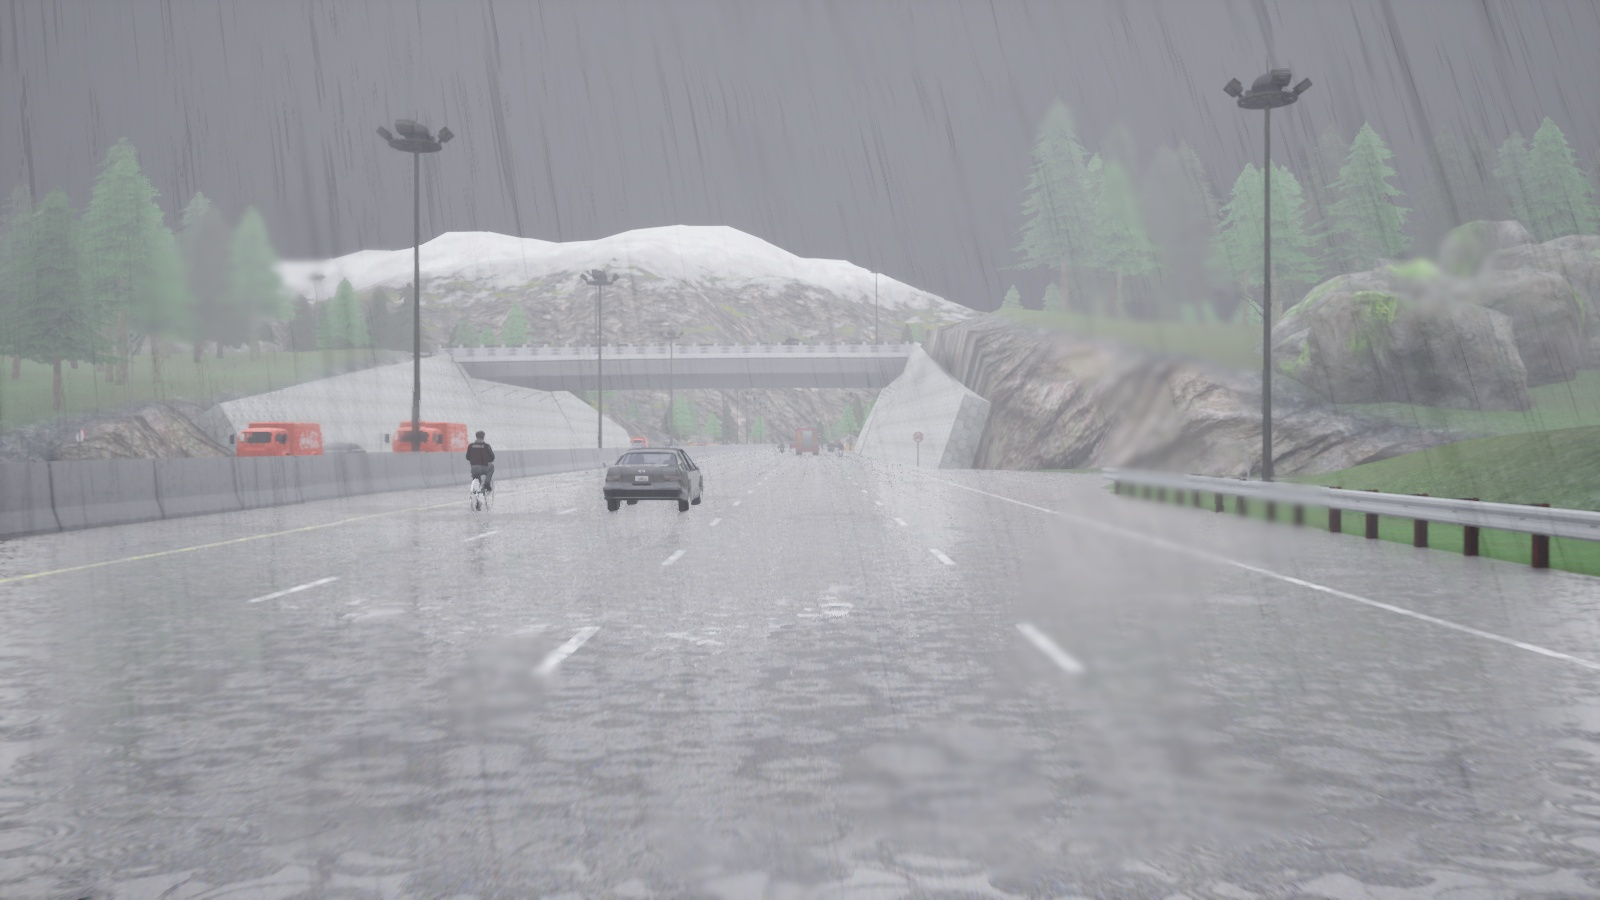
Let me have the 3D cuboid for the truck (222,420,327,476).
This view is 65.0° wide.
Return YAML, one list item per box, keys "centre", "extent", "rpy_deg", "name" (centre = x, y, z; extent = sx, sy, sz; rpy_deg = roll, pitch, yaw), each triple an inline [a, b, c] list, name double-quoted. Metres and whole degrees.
- centre: [-24.155, -0.087, 57.993]
  extent: [2.627, 2.467, 5.204]
  rpy_deg: [0, 0, 0]
  name: "truck"

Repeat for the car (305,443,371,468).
- centre: [-27.911, 0.300, 76.062]
  extent: [1.837, 1.490, 4.892]
  rpy_deg: [0, 0, 5]
  name: "car"

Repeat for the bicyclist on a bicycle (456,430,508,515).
- centre: [-6.831, 0.459, 27.053]
  extent: [0.659, 1.776, 1.843]
  rpy_deg: [0, 1, 0]
  name: "bicyclist on a bicycle"

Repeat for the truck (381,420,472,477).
- centre: [-17.155, -0.081, 57.960]
  extent: [2.627, 2.467, 5.204]
  rpy_deg: [0, 0, 0]
  name: "truck"

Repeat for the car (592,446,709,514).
- centre: [-3.320, 0.628, 28.979]
  extent: [2.033, 1.411, 5.357]
  rpy_deg: [0, 0, 0]
  name: "car"
